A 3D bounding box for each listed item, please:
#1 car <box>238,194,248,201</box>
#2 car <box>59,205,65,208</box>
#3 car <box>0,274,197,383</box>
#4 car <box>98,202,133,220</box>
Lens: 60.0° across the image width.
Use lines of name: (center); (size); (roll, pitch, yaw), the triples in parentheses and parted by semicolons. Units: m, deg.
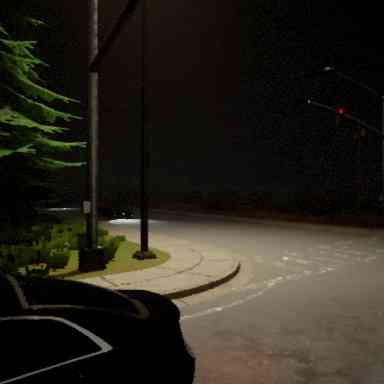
car: (11.362, 1.338, 80.072); (4.553, 1.767, 2.097); (0, 0, -32)
car: (-19.747, 1.572, 47.895); (2.033, 1.411, 5.357); (0, 0, -34)
car: (-2.240, 1.503, 2.272); (4.892, 1.490, 1.837); (0, 0, -35)
car: (-6.663, 1.589, 28.635); (1.994, 1.385, 4.181); (0, 0, -34)
